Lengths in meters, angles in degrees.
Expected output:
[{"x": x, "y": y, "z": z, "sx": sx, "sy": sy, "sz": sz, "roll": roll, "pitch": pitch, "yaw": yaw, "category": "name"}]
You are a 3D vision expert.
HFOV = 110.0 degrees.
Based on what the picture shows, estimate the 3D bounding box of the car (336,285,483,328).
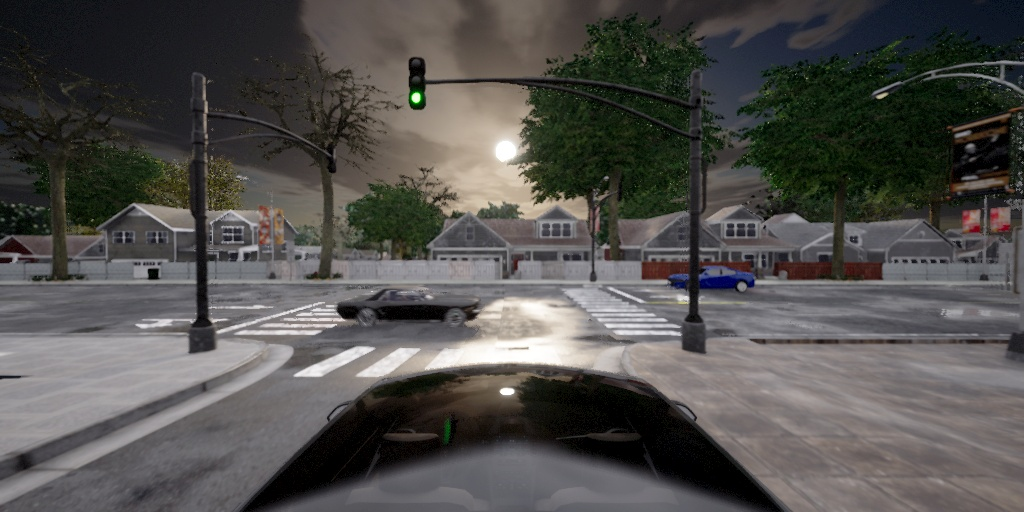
[{"x": -3.376, "y": 1.685, "z": 12.521, "sx": 4.718, "sy": 1.301, "sz": 1.895, "roll": 0, "pitch": 1, "yaw": 0, "category": "car"}]

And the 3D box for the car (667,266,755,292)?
[{"x": 12.346, "y": 1.398, "z": 22.396, "sx": 5.008, "sy": 1.535, "sz": 1.882, "roll": 0, "pitch": 1, "yaw": 0, "category": "car"}]
